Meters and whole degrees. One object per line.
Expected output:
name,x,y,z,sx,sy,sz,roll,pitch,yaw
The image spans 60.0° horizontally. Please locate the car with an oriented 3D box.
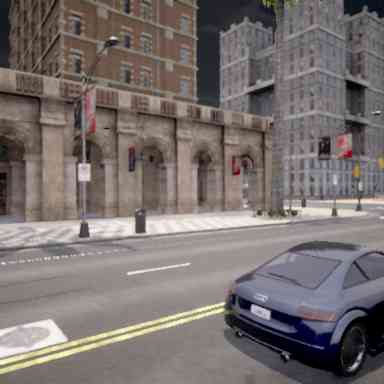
car,2.533,1.537,5.550,4.181,1.385,1.994,-1,0,-36
